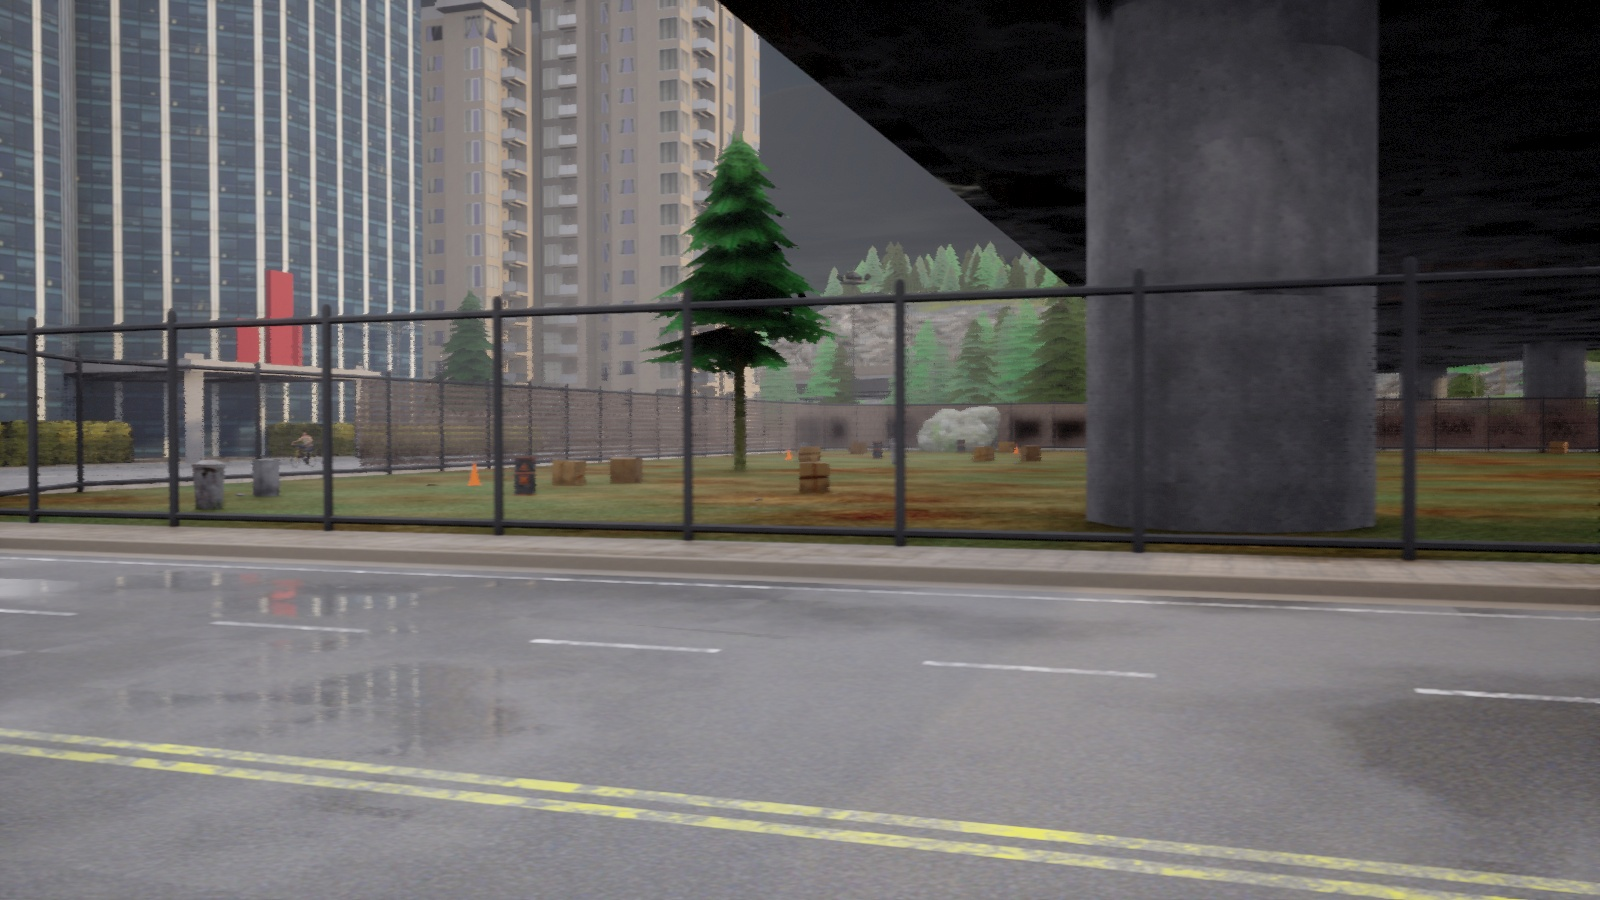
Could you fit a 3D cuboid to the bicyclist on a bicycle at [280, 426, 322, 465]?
[{"bbox_3d":[-20.967,-0.216,52.764,0.866,1.612,1.509,1,1,19],"label":"bicyclist on a bicycle"}]
